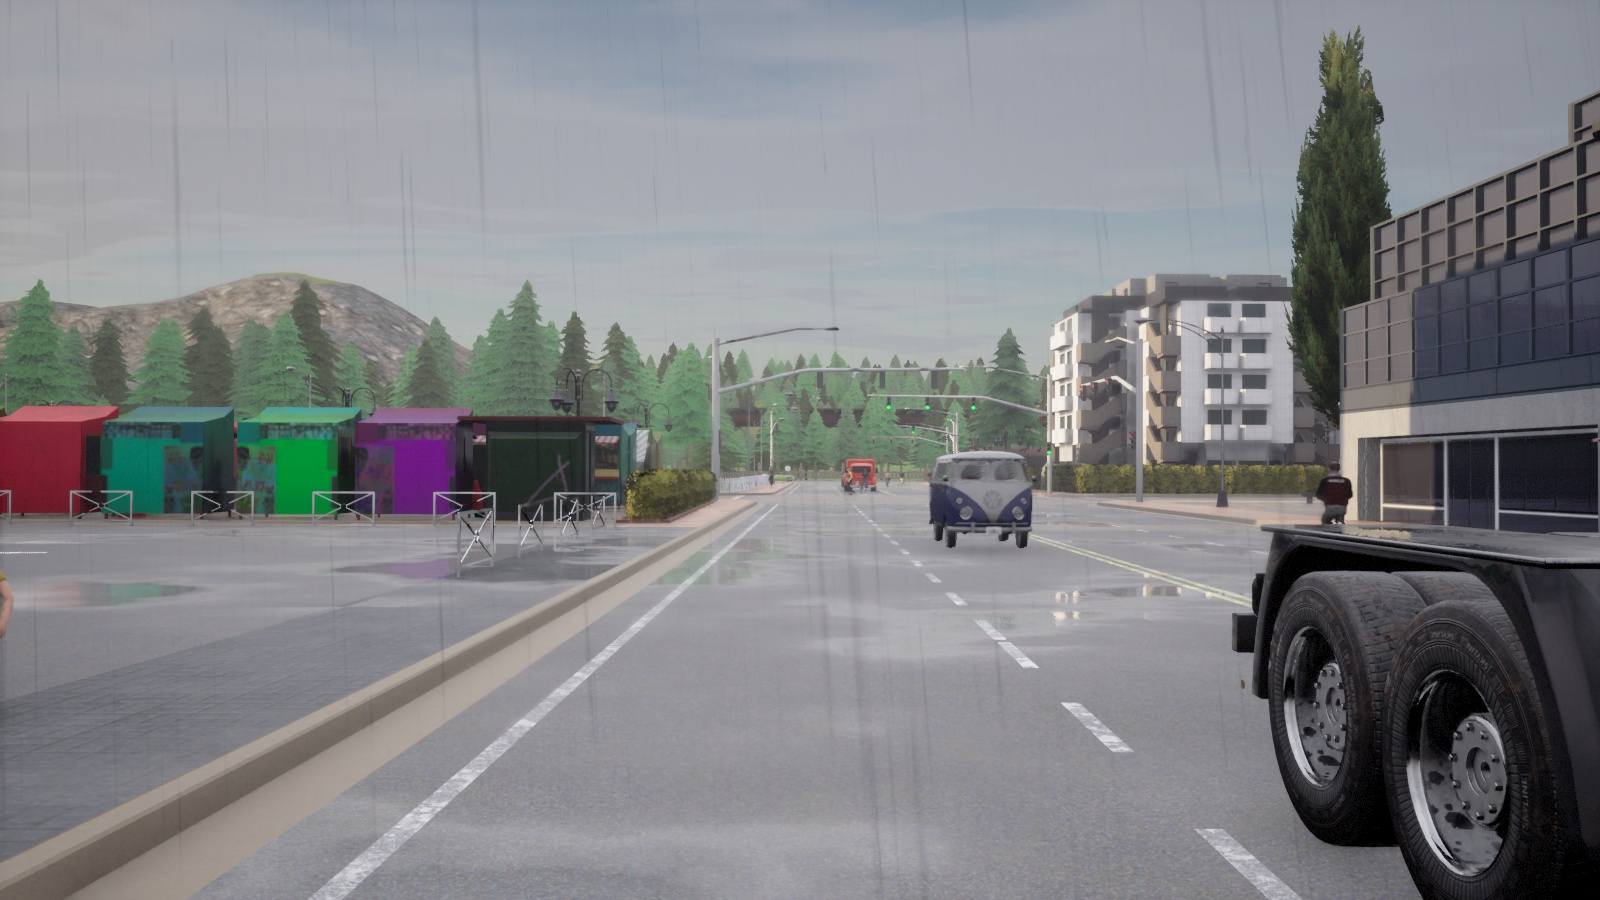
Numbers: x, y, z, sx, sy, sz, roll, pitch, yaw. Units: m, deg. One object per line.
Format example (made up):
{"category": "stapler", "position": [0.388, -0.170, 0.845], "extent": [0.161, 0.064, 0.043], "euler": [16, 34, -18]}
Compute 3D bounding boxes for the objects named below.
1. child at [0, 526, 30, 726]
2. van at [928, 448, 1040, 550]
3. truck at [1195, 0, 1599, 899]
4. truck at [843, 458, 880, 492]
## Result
{"category": "child", "position": [-4.599, 0.990, 7.057], "extent": [0.255, 1.110, 0.394], "euler": [0, -1, 13]}
{"category": "van", "position": [3.819, 1.000, 26.738], "extent": [1.775, 1.987, 4.442], "euler": [0, -1, 1]}
{"category": "truck", "position": [3.522, -0.137, 2.678], "extent": [2.891, 3.462, 7.936], "euler": [0, -1, 1]}
{"category": "truck", "position": [4.721, 1.908, 97.158], "extent": [2.627, 2.467, 5.204], "euler": [0, 1, 1]}
